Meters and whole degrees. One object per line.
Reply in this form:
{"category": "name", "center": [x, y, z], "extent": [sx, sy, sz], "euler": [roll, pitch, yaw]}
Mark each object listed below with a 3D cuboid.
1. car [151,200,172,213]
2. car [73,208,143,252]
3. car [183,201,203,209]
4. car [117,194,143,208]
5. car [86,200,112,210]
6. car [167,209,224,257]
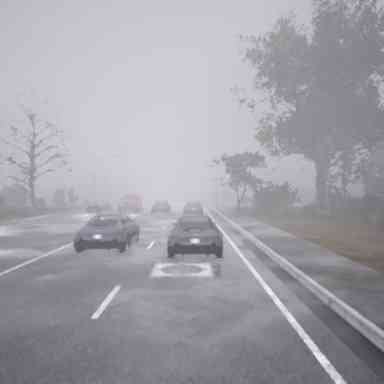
{"category": "car", "center": [-3.380, 1.585, 37.284], "extent": [1.994, 1.385, 4.181], "euler": [0, 0, 0]}
{"category": "car", "center": [-3.392, 1.572, 13.956], "extent": [1.994, 1.385, 4.181], "euler": [0, 0, 0]}
{"category": "car", "center": [0.119, 1.582, 33.988], "extent": [1.994, 1.385, 4.181], "euler": [0, 0, 0]}
{"category": "car", "center": [-6.983, 1.235, 38.122], "extent": [2.150, 2.045, 5.566], "euler": [0, 0, 0]}
{"category": "car", "center": [-10.488, 1.623, 37.730], "extent": [1.895, 1.301, 4.718], "euler": [0, 0, 0]}
{"category": "car", "center": [0.108, 1.571, 12.905], "extent": [1.994, 1.385, 4.181], "euler": [0, 0, 0]}
